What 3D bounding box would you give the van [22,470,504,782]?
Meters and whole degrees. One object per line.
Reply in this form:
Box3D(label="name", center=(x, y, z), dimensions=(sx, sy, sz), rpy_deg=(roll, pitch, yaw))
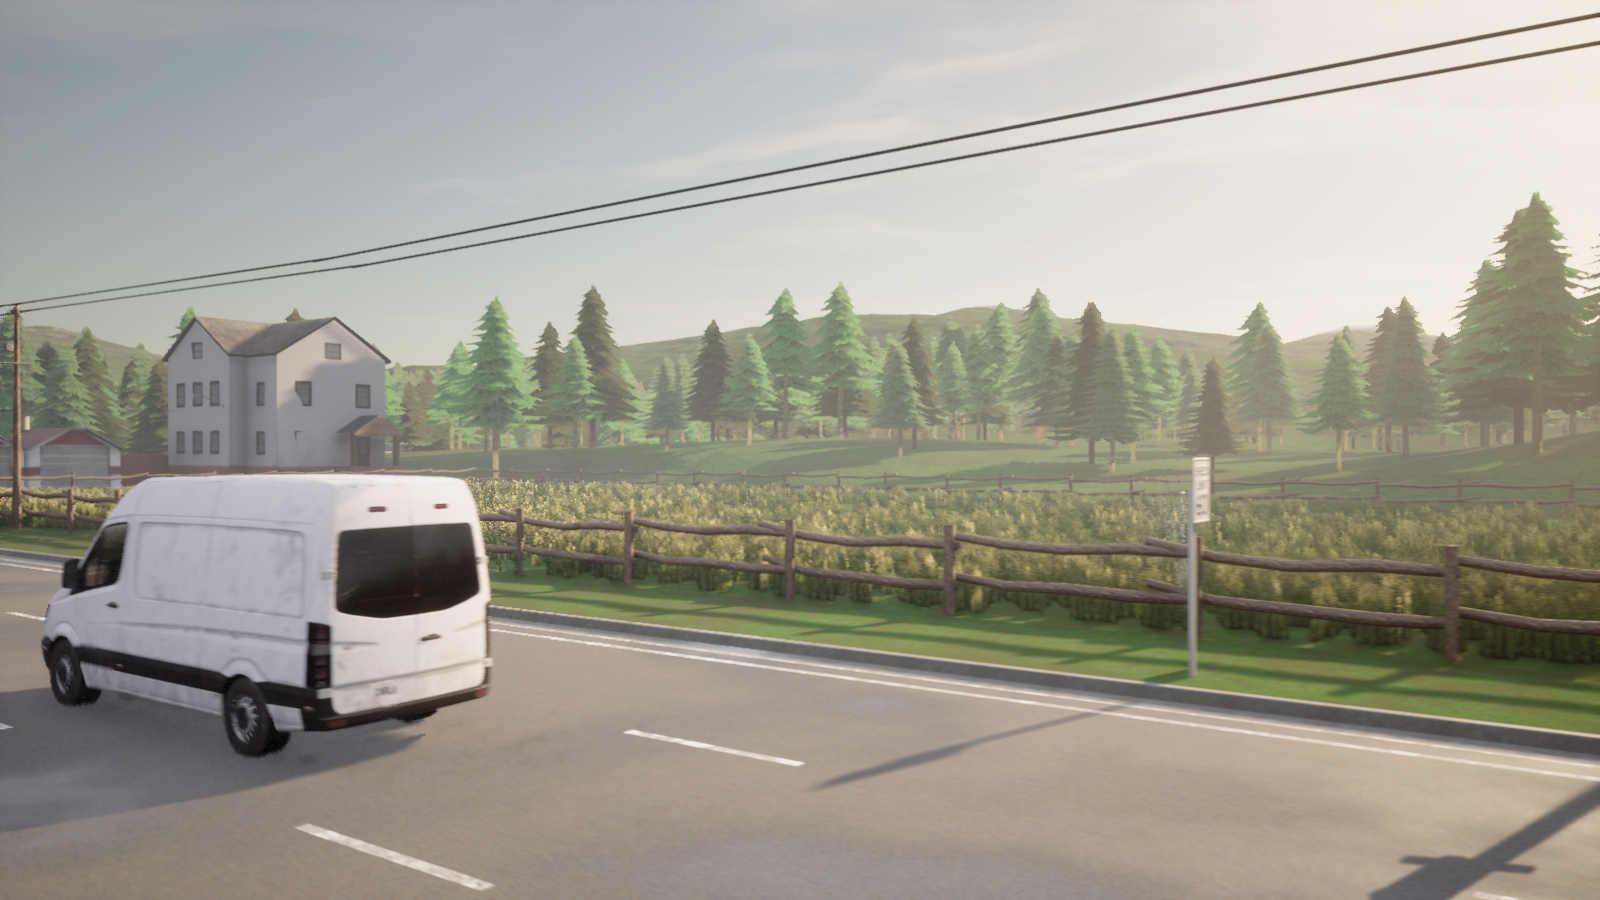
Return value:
Box3D(label="van", center=(-5.926, 1.540, 12.211), dimensions=(5.915, 2.561, 1.988), rpy_deg=(0, 0, 35))
